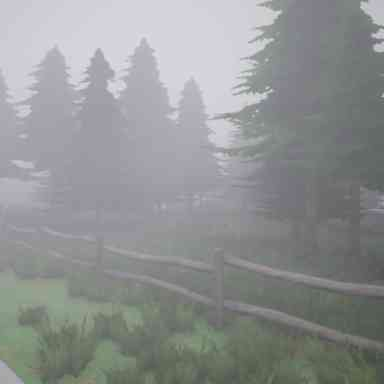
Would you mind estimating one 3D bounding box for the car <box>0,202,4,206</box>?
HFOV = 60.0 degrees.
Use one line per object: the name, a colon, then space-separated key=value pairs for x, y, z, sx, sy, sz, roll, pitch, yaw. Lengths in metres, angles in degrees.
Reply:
car: x=-31.355 y=2.070 z=52.261 sx=1.882 sy=1.535 sz=5.008 roll=0 pitch=-1 yaw=-9
